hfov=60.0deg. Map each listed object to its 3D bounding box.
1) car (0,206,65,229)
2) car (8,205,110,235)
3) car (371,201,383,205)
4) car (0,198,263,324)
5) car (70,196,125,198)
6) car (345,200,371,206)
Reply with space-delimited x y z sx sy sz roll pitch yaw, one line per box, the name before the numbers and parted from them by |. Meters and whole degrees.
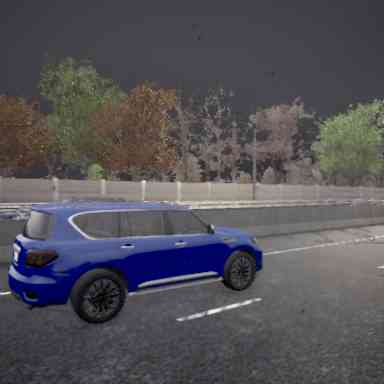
car | -11.071 1.616 21.892 4.718 1.301 1.895 0 0 -36
car | -7.834 1.569 19.901 5.357 1.411 2.033 0 0 -35
car | 26.530 1.729 44.370 4.902 1.511 2.128 0 0 -35
car | -0.905 1.237 7.401 5.566 2.045 2.150 0 0 -35
car | -5.834 1.244 17.027 5.566 2.045 2.150 0 0 -35
car | 23.526 1.777 46.527 5.357 1.411 2.033 0 0 -35
